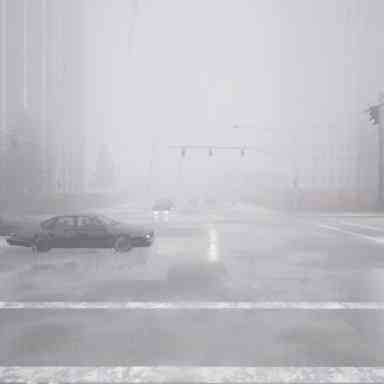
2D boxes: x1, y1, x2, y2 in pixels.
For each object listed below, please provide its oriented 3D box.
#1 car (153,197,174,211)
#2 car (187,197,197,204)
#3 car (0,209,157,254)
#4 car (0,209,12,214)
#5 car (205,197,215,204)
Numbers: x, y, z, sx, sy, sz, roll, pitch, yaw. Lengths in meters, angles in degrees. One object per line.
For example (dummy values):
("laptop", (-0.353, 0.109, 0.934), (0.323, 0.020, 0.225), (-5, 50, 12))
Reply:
("car", (-3.587, 1.563, 40.774), (1.994, 1.385, 4.181), (0, 0, 0))
("car", (0.019, 1.564, 64.973), (1.994, 1.385, 4.181), (0, 0, 0))
("car", (-4.173, 1.547, 12.985), (5.357, 1.411, 2.033), (0, 0, -1))
("car", (-9.814, 1.547, 16.402), (5.357, 1.411, 2.033), (0, 0, -1))
("car", (3.519, 1.600, 65.002), (1.895, 1.301, 4.718), (0, 0, 0))
